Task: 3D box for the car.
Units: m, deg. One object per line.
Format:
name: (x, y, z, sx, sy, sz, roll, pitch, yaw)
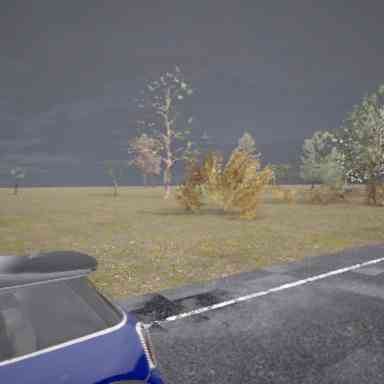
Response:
car: (-2.497, 1.371, 2.204, 4.553, 1.767, 2.097, -1, 1, -36)
